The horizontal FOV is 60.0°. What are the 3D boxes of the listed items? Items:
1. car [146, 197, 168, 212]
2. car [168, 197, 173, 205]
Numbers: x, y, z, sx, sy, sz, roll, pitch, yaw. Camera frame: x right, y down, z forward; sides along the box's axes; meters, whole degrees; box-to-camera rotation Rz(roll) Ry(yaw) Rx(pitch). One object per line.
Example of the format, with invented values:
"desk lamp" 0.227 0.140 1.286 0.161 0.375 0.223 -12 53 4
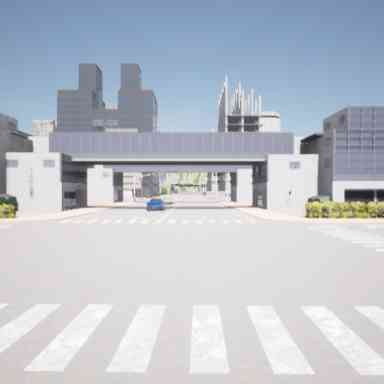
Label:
"car" -4.263 1.478 39.457 1.882 1.535 5.008 0 0 0
"car" -4.315 1.594 58.684 1.895 1.301 4.718 0 0 0
